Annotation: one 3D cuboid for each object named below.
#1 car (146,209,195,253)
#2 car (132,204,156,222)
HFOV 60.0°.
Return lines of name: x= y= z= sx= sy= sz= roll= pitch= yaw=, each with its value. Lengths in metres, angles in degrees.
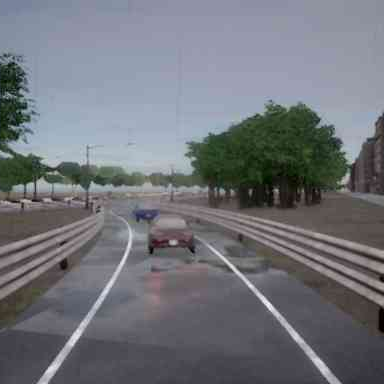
car: x=-0.975 y=1.680 z=14.379 sx=1.812 sy=1.442 sz=4.674 roll=0 pitch=0 yaw=-8
car: x=-4.267 y=1.805 z=29.858 sx=1.882 sy=1.535 sz=5.008 roll=0 pitch=0 yaw=-16
